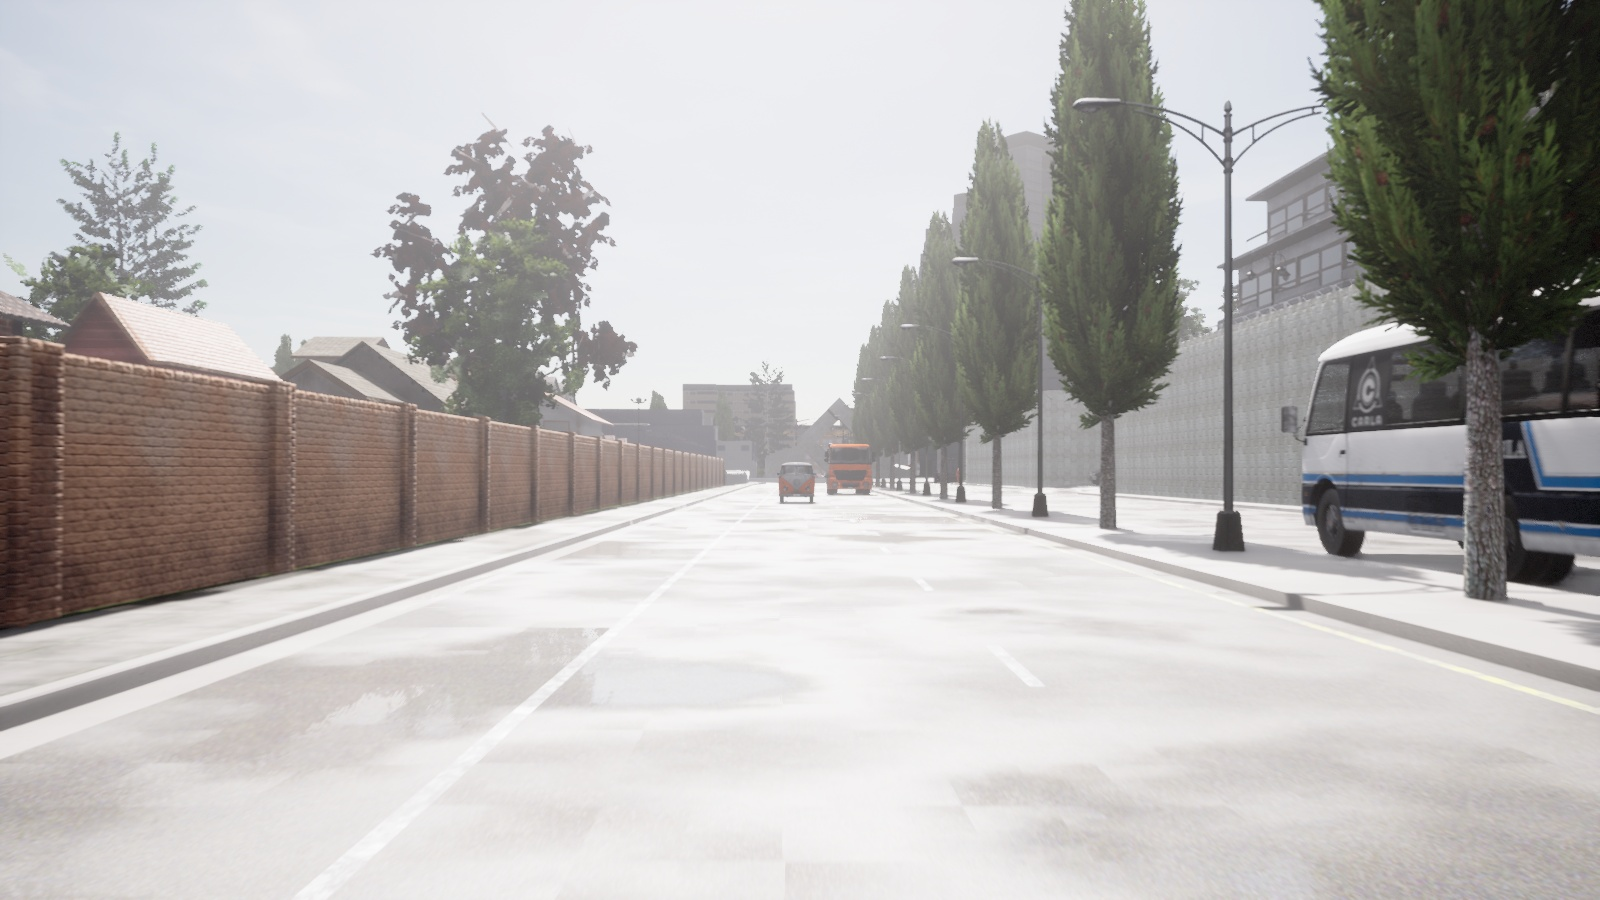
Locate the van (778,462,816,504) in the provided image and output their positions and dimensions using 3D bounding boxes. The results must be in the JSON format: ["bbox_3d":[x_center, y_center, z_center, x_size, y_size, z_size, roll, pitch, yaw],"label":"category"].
[{"bbox_3d":[-0.150,1.600,61.676,1.775,1.987,4.442,0,-1,0],"label":"van"}]

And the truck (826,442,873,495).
[{"bbox_3d":[3.288,1.257,85.877,2.891,3.462,7.936,0,-1,0],"label":"truck"}]

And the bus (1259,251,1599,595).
[{"bbox_3d":[11.444,-0.265,20.653,3.944,4.253,10.273,0,-1,0],"label":"bus"}]
